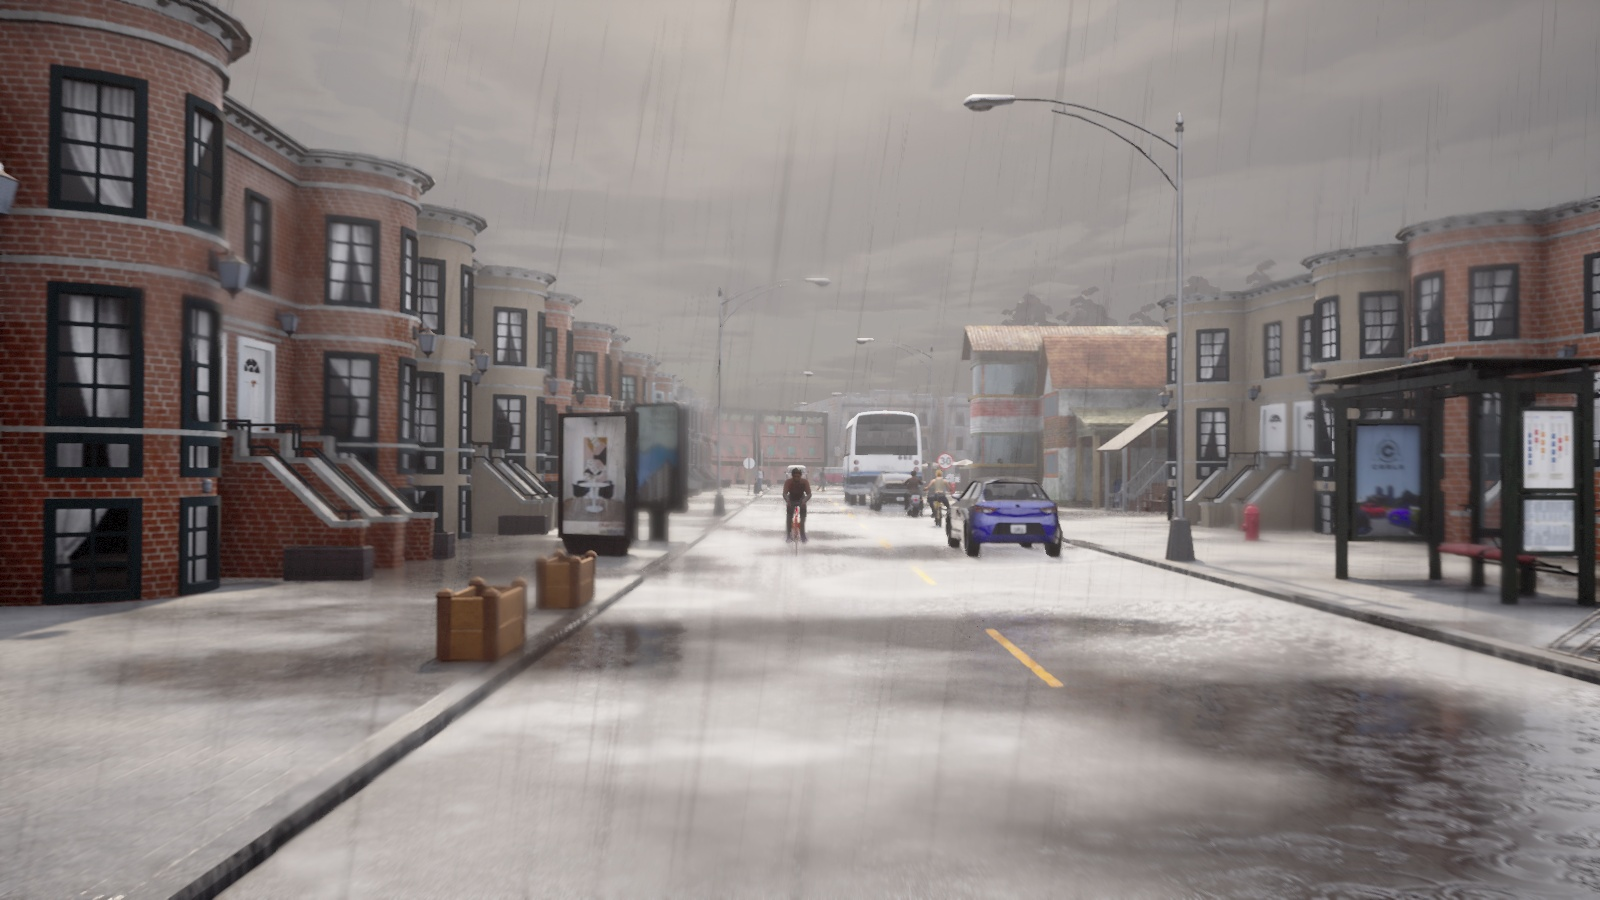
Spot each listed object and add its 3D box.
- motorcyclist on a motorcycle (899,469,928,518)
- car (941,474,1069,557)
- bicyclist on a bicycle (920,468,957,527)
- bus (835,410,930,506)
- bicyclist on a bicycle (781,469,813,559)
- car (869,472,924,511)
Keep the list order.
[{"bbox_3d":[3.898,1.476,43.394,0.766,1.649,2.350,0,-1,0],"label":"motorcyclist on a motorcycle"},{"bbox_3d":[3.942,1.228,24.816,1.816,1.474,4.193,0,-1,0],"label":"car"},{"bbox_3d":[3.912,1.330,35.533,0.866,1.612,1.509,0,-1,0],"label":"bicyclist on a bicycle"},{"bbox_3d":[3.841,0.448,61.221,3.944,4.253,10.273,0,-1,0],"label":"bus"},{"bbox_3d":[-0.055,1.160,23.422,0.582,1.620,1.656,0,-1,0],"label":"bicyclist on a bicycle"},{"bbox_3d":[3.881,1.660,51.129,1.837,1.490,4.892,0,-1,0],"label":"car"}]
